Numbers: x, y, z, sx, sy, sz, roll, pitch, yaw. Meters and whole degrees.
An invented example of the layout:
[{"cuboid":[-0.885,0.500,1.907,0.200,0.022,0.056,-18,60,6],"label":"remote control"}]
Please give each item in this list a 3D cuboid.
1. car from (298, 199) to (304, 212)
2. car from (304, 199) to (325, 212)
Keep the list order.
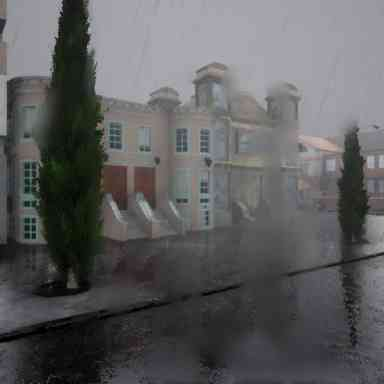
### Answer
[{"cuboid":[9.355,1.563,35.579,1.994,1.385,4.181,0,0,-35],"label":"car"},{"cuboid":[12.720,1.491,38.102,2.128,1.511,4.902,0,0,-36],"label":"car"}]
